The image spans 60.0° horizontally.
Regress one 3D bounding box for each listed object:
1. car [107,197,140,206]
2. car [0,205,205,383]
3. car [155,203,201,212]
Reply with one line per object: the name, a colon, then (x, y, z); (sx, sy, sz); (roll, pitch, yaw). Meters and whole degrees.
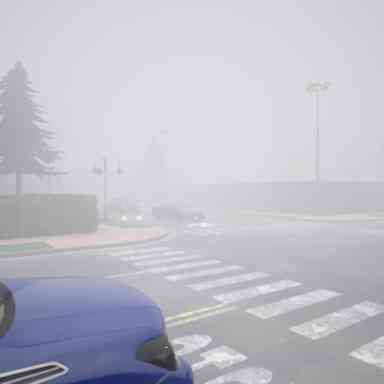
car: (-7.045, 1.342, 34.041); (2.097, 1.767, 4.553); (0, 0, -35)
car: (-2.643, 1.221, 1.884); (5.566, 2.045, 2.150); (0, 0, -35)
car: (-1.259, 1.538, 25.925); (2.033, 1.411, 5.357); (0, 0, -36)
